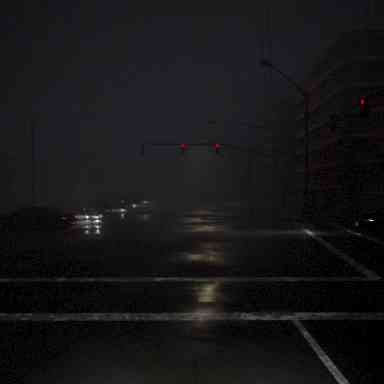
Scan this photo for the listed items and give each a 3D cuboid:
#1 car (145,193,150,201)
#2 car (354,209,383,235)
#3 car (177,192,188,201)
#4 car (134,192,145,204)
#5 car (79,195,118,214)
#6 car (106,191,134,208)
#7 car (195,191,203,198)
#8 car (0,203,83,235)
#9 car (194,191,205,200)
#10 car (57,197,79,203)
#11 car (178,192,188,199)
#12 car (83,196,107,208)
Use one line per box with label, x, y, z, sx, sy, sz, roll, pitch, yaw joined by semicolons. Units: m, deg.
car;-9.117;0.948;63.548;2.033;1.411;5.357;0;1;1
car;11.496;1.491;18.222;4.902;1.511;2.128;0;0;1
car;-1.958;0.917;65.208;2.033;1.411;5.357;0;1;1
car;-9.299;1.132;53.013;2.033;1.411;5.357;0;1;1
car;-9.532;1.369;34.327;2.128;1.511;4.902;0;1;1
car;-9.418;1.106;43.368;2.097;1.767;4.553;0;1;1
car;1.574;0.609;75.772;1.837;1.490;4.892;0;1;1
car;-8.673;1.491;17.995;4.674;1.442;1.812;0;0;0
car;1.452;0.711;65.726;2.097;1.767;4.553;0;1;1
car;-13.020;1.346;35.392;1.882;1.535;5.008;0;1;1
car;-1.924;0.741;75.859;2.033;1.411;5.357;0;1;1
car;-12.912;1.302;44.383;1.994;1.385;4.181;0;1;0
